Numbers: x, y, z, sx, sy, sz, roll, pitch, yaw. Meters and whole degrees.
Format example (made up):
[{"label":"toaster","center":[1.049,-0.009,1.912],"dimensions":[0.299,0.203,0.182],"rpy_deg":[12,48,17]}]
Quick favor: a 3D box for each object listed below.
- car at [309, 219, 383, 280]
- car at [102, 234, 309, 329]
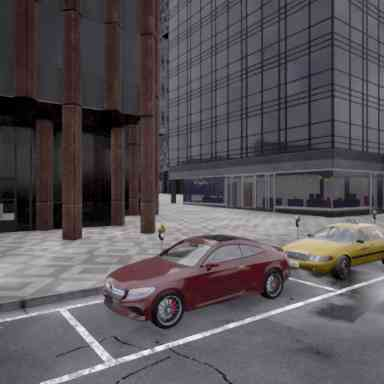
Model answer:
[{"label":"car","center":[4.575,1.525,9.948],"dimensions":[4.829,1.417,1.752],"rpy_deg":[0,0,-36]},{"label":"car","center":[0.296,1.582,6.875],"dimensions":[4.206,1.307,1.802],"rpy_deg":[0,0,-36]}]
